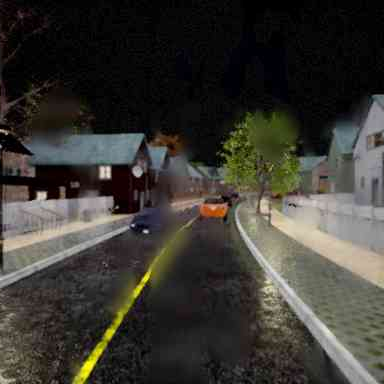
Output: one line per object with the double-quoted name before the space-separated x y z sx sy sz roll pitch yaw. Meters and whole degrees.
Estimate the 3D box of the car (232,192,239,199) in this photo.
"car" 9.371 0.763 73.153 2.033 1.411 5.357 0 1 9

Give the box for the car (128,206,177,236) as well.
"car" -1.979 1.494 18.541 2.033 1.411 5.357 0 0 5

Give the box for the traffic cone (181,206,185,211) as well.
"traffic cone" -0.976 1.734 36.267 0.340 0.580 0.340 0 1 9

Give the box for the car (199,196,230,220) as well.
"car" 1.811 1.237 27.001 2.097 1.767 4.553 0 0 7

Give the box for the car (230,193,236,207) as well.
"car" 4.484 1.209 44.202 1.812 1.442 4.674 0 1 11

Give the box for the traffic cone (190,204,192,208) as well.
"traffic cone" -0.148 1.674 41.251 0.340 0.580 0.340 0 1 10
